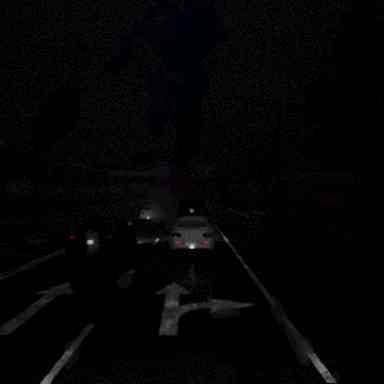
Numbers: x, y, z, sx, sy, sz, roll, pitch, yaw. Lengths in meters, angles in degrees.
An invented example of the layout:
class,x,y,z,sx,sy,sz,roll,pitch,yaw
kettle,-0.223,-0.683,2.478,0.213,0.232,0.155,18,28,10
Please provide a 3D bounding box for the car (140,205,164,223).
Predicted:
class,x,y,z,sx,sy,sz,roll,pitch,yaw
car,-3.482,1.845,28.873,1.812,1.442,4.674,0,0,0

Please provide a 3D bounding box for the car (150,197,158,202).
class,x,y,z,sx,sy,sz,roll,pitch,yaw
car,-10.510,2.074,93.621,1.812,1.442,4.674,0,0,0

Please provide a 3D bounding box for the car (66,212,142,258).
class,x,y,z,sx,sy,sz,roll,pitch,yaw
car,-3.485,1.714,13.467,1.994,1.385,4.181,0,-1,0

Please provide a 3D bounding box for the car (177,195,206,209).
class,x,y,z,sx,sy,sz,roll,pitch,yaw
car,0.006,1.530,27.548,2.150,2.045,5.566,0,0,0

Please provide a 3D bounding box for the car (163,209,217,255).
class,x,y,z,sx,sy,sz,roll,pitch,yaw
car,0.020,1.680,13.882,1.812,1.442,4.674,0,0,0
